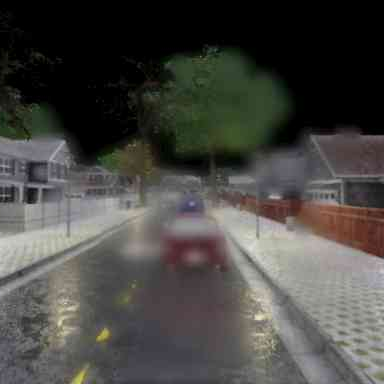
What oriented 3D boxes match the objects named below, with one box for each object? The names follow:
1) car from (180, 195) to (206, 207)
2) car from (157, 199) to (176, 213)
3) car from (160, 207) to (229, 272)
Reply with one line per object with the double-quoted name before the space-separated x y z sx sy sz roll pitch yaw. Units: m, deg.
"car" 0.099 1.259 31.221 2.150 2.045 5.566 0 0 0
"car" -2.840 1.535 37.760 2.128 1.511 4.902 0 0 0
"car" 0.080 1.492 10.891 1.882 1.535 5.008 0 0 0
